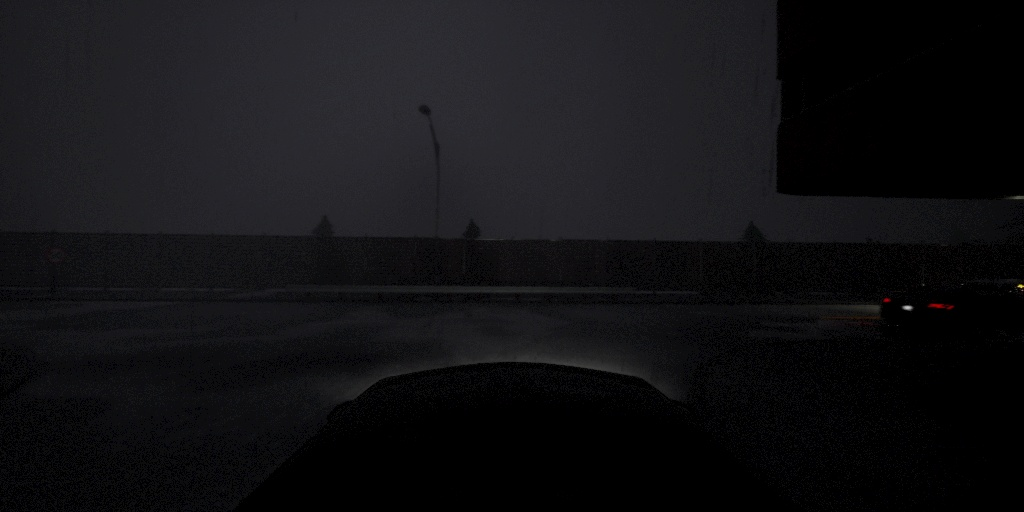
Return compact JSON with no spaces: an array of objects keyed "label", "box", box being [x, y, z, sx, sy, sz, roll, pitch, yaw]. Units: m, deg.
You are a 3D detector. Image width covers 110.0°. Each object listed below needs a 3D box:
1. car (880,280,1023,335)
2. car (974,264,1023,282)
[{"label":"car","box":[14.153,1.588,11.126,4.181,1.385,1.994,1,-1,-3]},{"label":"car","box":[23.087,1.375,15.659,5.566,2.045,2.150,1,-1,-3]}]
